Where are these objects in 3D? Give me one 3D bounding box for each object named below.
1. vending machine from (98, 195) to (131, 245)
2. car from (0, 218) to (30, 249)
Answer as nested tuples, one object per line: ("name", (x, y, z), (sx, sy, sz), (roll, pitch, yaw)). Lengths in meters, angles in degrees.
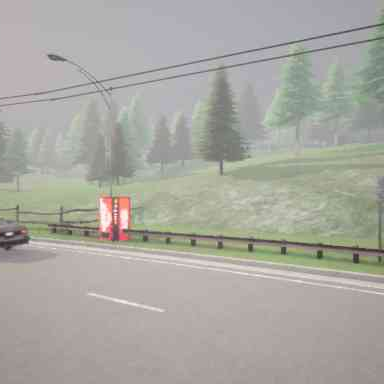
("vending machine", (-3.417, 1.195, 14.712), (0.880, 2.100, 1.100), (0, 0, 29))
("car", (-8.767, 1.547, 12.975), (5.357, 1.411, 2.033), (0, 0, 26))
